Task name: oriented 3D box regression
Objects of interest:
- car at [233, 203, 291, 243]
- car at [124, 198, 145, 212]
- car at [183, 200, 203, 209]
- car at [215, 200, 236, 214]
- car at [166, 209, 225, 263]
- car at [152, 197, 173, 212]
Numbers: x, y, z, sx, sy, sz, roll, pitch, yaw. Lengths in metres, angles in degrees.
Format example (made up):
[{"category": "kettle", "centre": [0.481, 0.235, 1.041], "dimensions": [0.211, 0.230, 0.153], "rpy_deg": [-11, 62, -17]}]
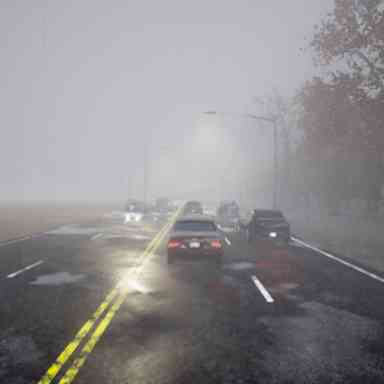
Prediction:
[{"category": "car", "centre": [3.346, 1.513, 16.123], "dimensions": [1.837, 1.490, 4.892], "rpy_deg": [0, 0, 0]}, {"category": "car", "centre": [-6.586, 1.511, 38.660], "dimensions": [2.128, 1.511, 4.902], "rpy_deg": [0, 0, 0]}, {"category": "car", "centre": [0.103, 1.546, 32.972], "dimensions": [1.812, 1.442, 4.674], "rpy_deg": [0, 0, 0]}, {"category": "car", "centre": [3.350, 1.503, 32.036], "dimensions": [2.128, 1.511, 4.902], "rpy_deg": [-1, 0, 0]}, {"category": "car", "centre": [0.089, 1.559, 12.004], "dimensions": [2.033, 1.411, 5.357], "rpy_deg": [0, 0, 0]}, {"category": "car", "centre": [-3.335, 1.372, 38.656], "dimensions": [2.097, 1.767, 4.553], "rpy_deg": [0, 0, 0]}]
